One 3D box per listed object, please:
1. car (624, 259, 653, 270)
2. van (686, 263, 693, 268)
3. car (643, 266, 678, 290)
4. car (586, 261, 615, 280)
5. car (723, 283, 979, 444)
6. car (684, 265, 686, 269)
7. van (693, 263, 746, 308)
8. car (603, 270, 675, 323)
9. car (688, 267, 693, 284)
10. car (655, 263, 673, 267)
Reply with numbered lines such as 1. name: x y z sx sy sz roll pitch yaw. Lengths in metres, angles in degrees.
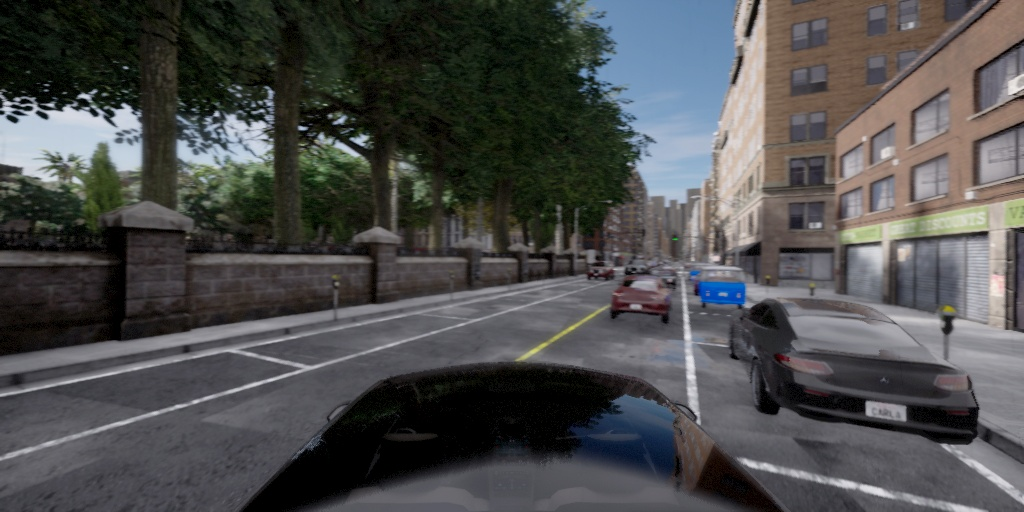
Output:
1. car: 13.863 1.404 39.670 2.150 2.045 5.566 1 -1 26
2. van: 16.435 1.528 31.332 1.690 1.789 3.998 0 0 25
3. car: 10.877 1.667 25.985 1.895 1.301 4.718 1 0 25
4. car: 8.708 1.387 34.931 2.192 1.841 5.009 0 0 25
5. car: 4.634 1.378 5.586 1.812 1.442 4.674 1 0 25
6. car: 18.848 1.817 36.452 1.948 1.339 4.313 0 0 25
7. van: 9.196 1.327 15.972 1.690 1.789 3.998 0 0 25
8. car: 4.774 1.421 13.032 1.812 1.442 4.674 1 -1 25
9. car: 11.609 1.600 21.092 1.888 1.381 4.507 0 0 25
10. car: 17.019 1.759 39.286 1.812 1.442 4.674 1 0 25
